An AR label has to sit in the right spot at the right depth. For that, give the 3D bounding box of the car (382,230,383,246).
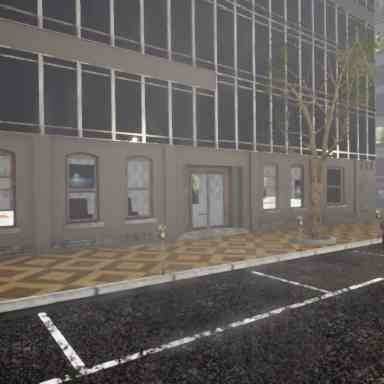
[{"bbox_3d":[9.345,1.435,13.264,4.097,1.590,1.967,0,-1,-36],"label":"car"}]
